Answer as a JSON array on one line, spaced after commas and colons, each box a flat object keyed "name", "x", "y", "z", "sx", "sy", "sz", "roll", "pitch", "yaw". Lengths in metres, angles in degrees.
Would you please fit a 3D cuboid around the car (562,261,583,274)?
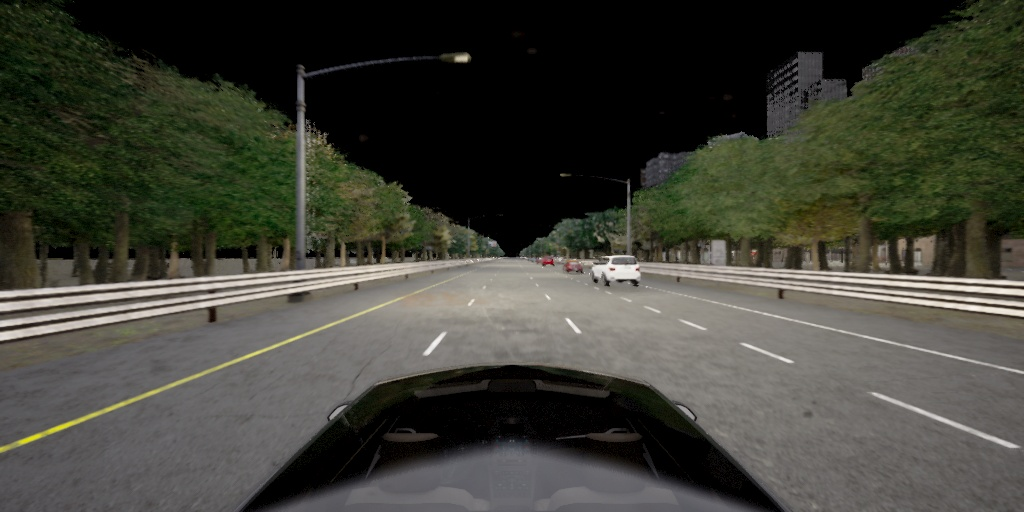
[{"name": "car", "x": 7.000, "y": 1.292, "z": 41.613, "sx": 1.812, "sy": 1.442, "sz": 4.674, "roll": 0, "pitch": 0, "yaw": 0}]

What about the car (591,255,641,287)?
[{"name": "car", "x": 7.000, "y": 0.983, "z": 24.696, "sx": 2.150, "sy": 2.045, "sz": 5.566, "roll": 0, "pitch": 0, "yaw": 0}]
